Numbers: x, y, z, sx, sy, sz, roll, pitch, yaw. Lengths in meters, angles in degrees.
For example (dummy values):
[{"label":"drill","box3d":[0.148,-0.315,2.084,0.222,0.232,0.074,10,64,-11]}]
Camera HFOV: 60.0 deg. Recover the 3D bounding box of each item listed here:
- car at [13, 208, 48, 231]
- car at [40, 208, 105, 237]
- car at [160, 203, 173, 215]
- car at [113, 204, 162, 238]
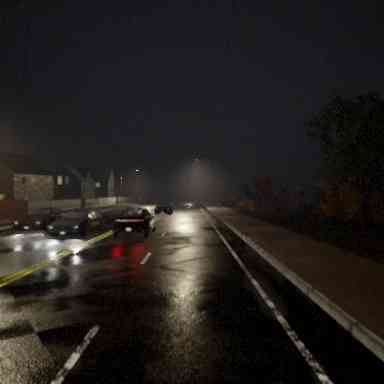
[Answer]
[{"label":"car","box3d":[-9.876,1.772,22.472,2.033,1.411,5.357,0,-1,0]},{"label":"car","box3d":[-6.626,1.744,19.684,2.033,1.411,5.357,0,-1,0]},{"label":"car","box3d":[-3.208,1.973,38.547,1.895,1.301,4.718,0,-1,0]},{"label":"car","box3d":[-3.178,1.681,19.074,2.128,1.511,4.902,0,-1,0]}]
